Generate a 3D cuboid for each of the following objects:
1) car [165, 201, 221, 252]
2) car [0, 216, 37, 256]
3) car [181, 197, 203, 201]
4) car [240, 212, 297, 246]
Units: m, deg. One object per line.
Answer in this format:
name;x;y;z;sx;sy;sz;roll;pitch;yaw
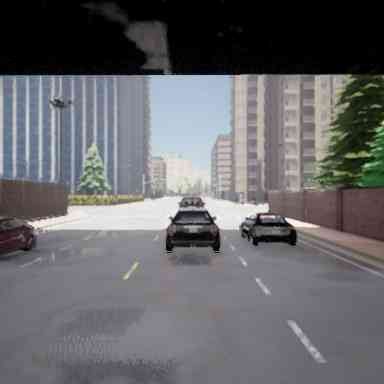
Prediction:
car;0.035;1.441;14.378;2.097;1.767;4.553;0;0;0
car;-7.128;1.609;11.629;1.812;1.442;4.674;0;0;0
car;-0.010;1.391;27.261;2.150;2.045;5.566;0;0;0
car;3.532;1.658;15.939;1.994;1.385;4.181;0;0;0
